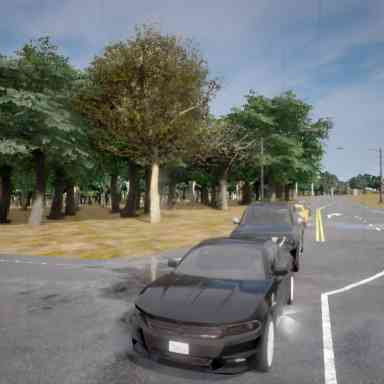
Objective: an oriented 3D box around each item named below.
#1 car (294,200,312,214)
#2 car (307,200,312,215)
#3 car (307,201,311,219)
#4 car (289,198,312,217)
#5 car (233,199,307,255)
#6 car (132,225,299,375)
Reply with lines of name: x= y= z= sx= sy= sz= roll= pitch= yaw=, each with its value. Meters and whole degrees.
car: x=13.428 y=1.745 z=40.036 sx=1.812 sy=1.442 sz=4.674 roll=-1 pitch=0 yaw=21
car: x=9.377 y=1.723 z=29.461 sx=1.812 sy=1.442 sz=4.674 roll=-1 pitch=0 yaw=21
car: x=7.304 y=1.662 z=23.962 sx=1.882 sy=1.535 sz=5.008 roll=-1 pitch=0 yaw=21
car: x=11.419 y=1.561 z=34.831 sx=2.097 sy=1.767 sz=4.553 roll=-1 pitch=0 yaw=21
car: x=2.897 y=1.458 z=12.316 sx=2.150 sy=2.045 sz=5.566 roll=-2 pitch=0 yaw=21
car: x=0.761 y=1.612 z=6.181 sx=1.882 sy=1.535 sz=5.008 roll=-1 pitch=-2 yaw=21
